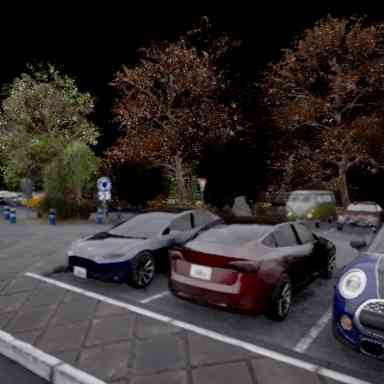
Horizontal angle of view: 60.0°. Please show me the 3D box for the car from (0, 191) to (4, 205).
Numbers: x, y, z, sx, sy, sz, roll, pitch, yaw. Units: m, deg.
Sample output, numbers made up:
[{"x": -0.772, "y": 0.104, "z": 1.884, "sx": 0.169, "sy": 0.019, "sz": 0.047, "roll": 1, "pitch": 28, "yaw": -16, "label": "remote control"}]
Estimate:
[{"x": -19.612, "y": 0.766, "z": 37.985, "sx": 2.163, "sy": 1.488, "sz": 4.792, "roll": 3, "pitch": 2, "yaw": 36, "label": "car"}]

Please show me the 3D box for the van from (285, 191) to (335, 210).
[{"x": 6.796, "y": 0.906, "z": 19.005, "sx": 1.878, "sy": 1.987, "sz": 4.442, "roll": 2, "pitch": 2, "yaw": 36, "label": "van"}]

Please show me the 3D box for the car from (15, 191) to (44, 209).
[{"x": -15.217, "y": 0.932, "z": 34.823, "sx": 2.097, "sy": 1.535, "sz": 5.008, "roll": 3, "pitch": 2, "yaw": 36, "label": "car"}]

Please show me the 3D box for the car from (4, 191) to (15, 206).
[{"x": -17.433, "y": 0.707, "z": 36.477, "sx": 2.185, "sy": 1.767, "sz": 4.553, "roll": 3, "pitch": 2, "yaw": 36, "label": "car"}]

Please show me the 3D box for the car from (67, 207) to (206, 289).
[{"x": -0.782, "y": 1.166, "z": 8.464, "sx": 2.163, "sy": 1.488, "sz": 4.792, "roll": 2, "pitch": 1, "yaw": 36, "label": "car"}]

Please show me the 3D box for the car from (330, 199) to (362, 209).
[{"x": 9.027, "y": 1.247, "z": 17.541, "sx": 2.002, "sy": 1.452, "sz": 4.674, "roll": 2, "pitch": 1, "yaw": 36, "label": "car"}]

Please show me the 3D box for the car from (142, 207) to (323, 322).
[{"x": 1.502, "y": 1.247, "z": 6.874, "sx": 2.163, "sy": 1.488, "sz": 4.792, "roll": 2, "pitch": 1, "yaw": 36, "label": "car"}]

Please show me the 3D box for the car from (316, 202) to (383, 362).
[{"x": 3.758, "y": 1.171, "z": 5.234, "sx": 2.185, "sy": 1.767, "sz": 4.553, "roll": 2, "pitch": 1, "yaw": 36, "label": "car"}]
